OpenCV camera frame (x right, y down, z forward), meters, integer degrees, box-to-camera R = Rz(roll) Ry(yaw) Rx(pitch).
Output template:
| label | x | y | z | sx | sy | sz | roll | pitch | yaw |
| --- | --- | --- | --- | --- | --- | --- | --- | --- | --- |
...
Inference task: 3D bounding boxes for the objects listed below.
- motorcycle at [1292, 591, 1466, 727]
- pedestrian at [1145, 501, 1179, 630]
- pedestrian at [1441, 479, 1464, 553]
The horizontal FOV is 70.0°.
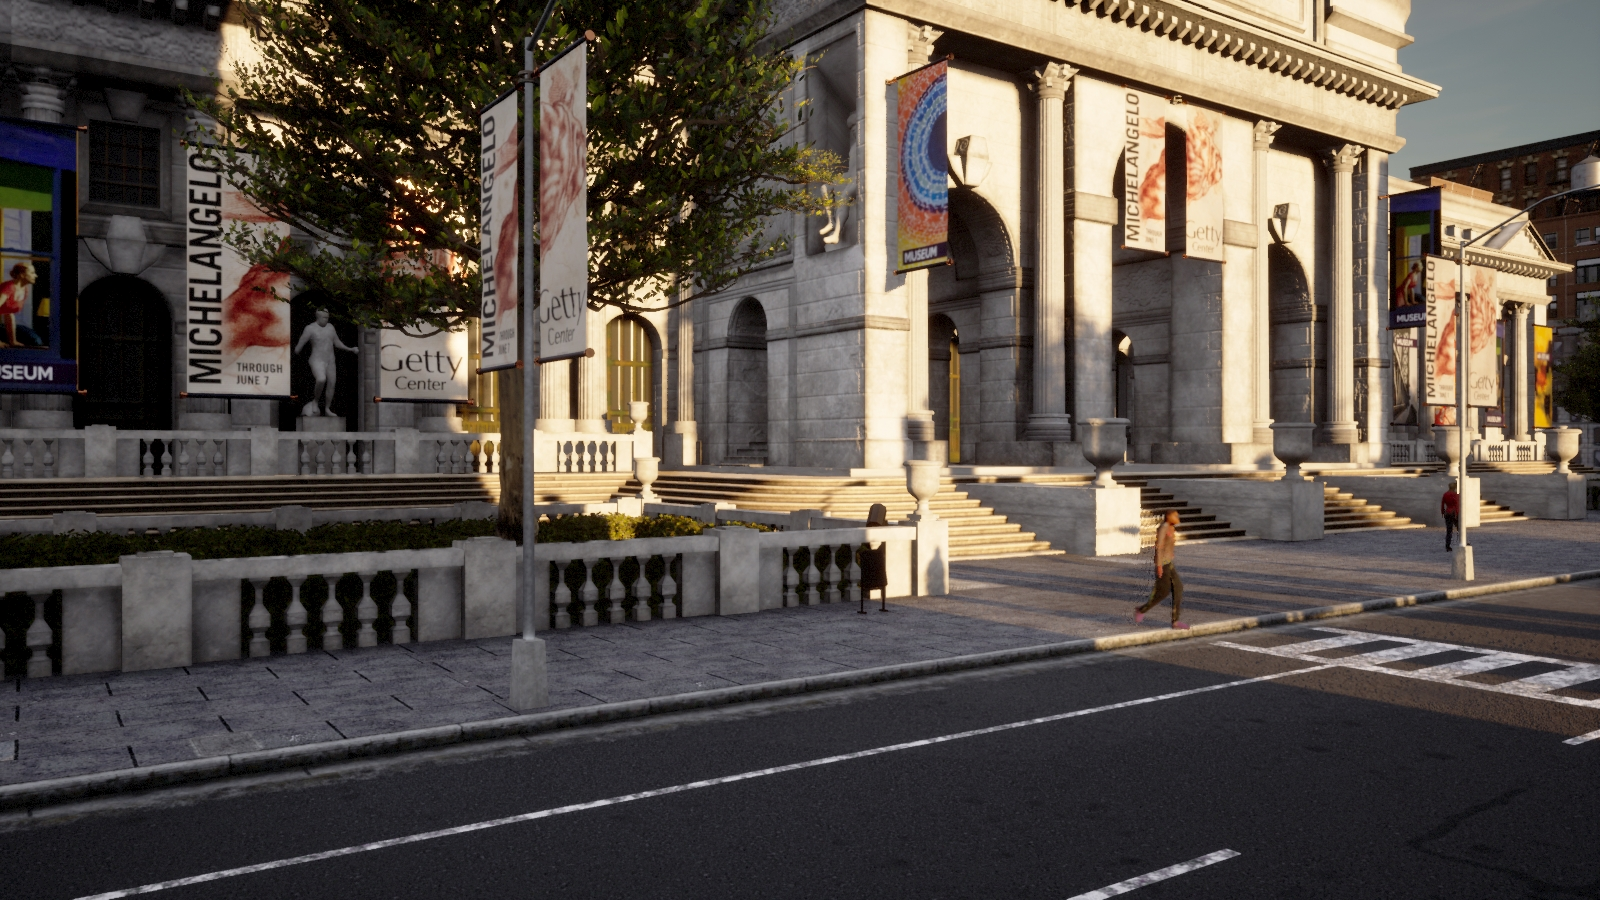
| label | x | y | z | sx | sy | sz | roll | pitch | yaw |
| --- | --- | --- | --- | --- | --- | --- | --- | --- | --- |
| motorcycle | 6.301 | 2.213 | 12.396 | 2.033 | 1.145 | 0.803 | 0 | 0 | -34 |
| pedestrian | 5.361 | 1.696 | 16.932 | 0.375 | 1.860 | 0.375 | 0 | 0 | 37 |
| pedestrian | 16.820 | 1.696 | 29.458 | 0.375 | 1.860 | 0.375 | 0 | 0 | -29 |
